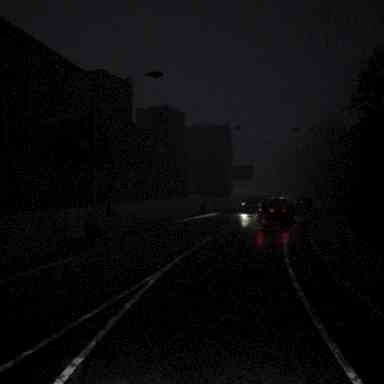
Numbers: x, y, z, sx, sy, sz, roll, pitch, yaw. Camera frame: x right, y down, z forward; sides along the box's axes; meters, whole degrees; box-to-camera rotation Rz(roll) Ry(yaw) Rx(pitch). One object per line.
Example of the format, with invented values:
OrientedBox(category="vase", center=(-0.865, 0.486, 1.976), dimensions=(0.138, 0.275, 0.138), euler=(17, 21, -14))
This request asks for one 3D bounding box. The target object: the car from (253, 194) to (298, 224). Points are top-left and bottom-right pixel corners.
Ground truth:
OrientedBox(category="car", center=(6.087, 1.228, 23.885), dimensions=(2.097, 1.767, 4.553), euler=(0, 0, 23))

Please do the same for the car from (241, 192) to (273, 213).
OrientedBox(category="car", center=(6.543, 1.146, 34.038), dimensions=(2.097, 1.767, 4.553), euler=(0, 1, 25))

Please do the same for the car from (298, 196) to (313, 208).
OrientedBox(category="car", center=(13.534, 1.184, 40.378), dimensions=(2.033, 1.411, 5.357), euler=(0, 1, 23))

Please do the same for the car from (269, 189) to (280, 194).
OrientedBox(category="car", center=(18.331, 0.078, 73.885), dimensions=(1.882, 1.535, 5.008), euler=(0, 2, 5))
